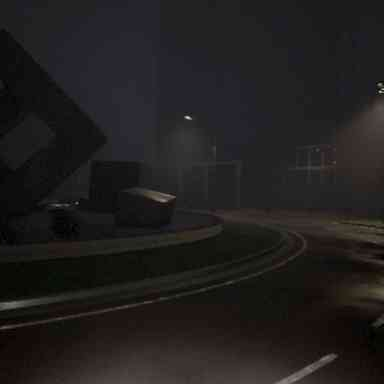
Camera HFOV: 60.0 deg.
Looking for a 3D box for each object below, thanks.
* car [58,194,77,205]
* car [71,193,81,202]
[{"bbox_3d":[-22.357,1.542,58.972,1.895,1.301,4.718,1,0,-9],"label":"car"},{"bbox_3d":[-26.129,1.192,74.244,2.150,2.045,5.566,1,0,-15],"label":"car"}]
